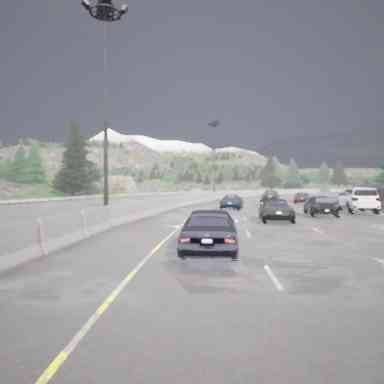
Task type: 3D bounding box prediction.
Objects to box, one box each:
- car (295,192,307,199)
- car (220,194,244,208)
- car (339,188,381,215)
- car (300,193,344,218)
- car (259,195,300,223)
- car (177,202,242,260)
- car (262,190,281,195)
[{"bbox_3d":[14.018,0.716,42.215,1.994,1.385,4.181,0,1,18],"label":"car"},{"bbox_3d":[3.850,0.920,31.864,1.994,1.385,4.181,0,1,13],"label":"car"},{"bbox_3d":[13.538,0.675,27.259,2.150,2.045,5.566,0,1,12],"label":"car"},{"bbox_3d":[9.442,1.034,24.467,1.812,1.442,4.674,0,1,10],"label":"car"},{"bbox_3d":[5.351,1.135,21.232,1.994,1.385,4.181,0,1,9],"label":"car"},{"bbox_3d":[0.619,1.314,11.420,2.033,1.411,5.357,0,1,5],"label":"car"},{"bbox_3d":[9.100,0.584,38.143,2.097,1.767,4.553,0,1,16],"label":"car"}]
